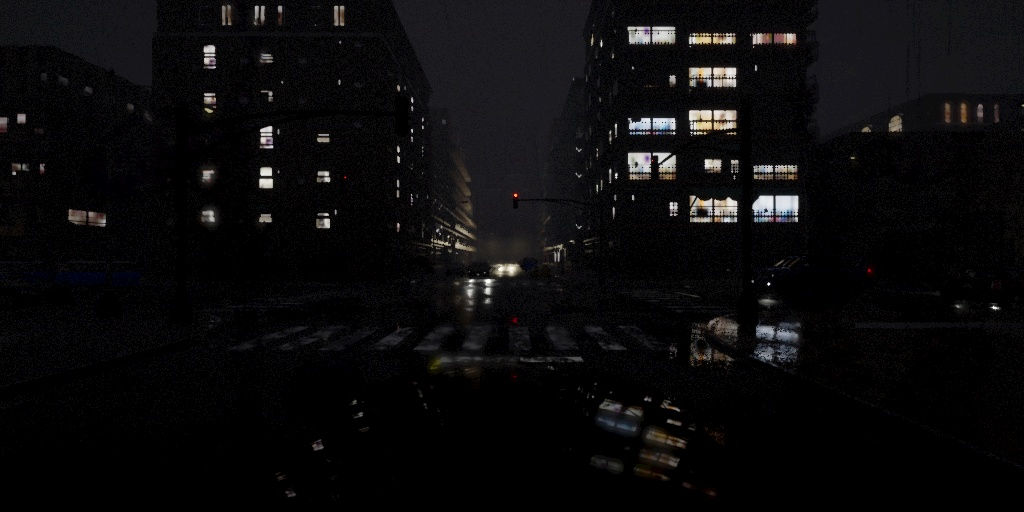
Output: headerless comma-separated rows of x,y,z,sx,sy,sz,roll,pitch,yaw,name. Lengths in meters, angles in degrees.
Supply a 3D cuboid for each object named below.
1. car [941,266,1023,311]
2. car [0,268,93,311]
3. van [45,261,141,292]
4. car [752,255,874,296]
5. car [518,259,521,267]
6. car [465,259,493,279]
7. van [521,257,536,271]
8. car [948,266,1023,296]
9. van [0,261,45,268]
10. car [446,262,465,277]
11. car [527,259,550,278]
18.658,1.102,13.128,4.097,1.591,1.967,0,0,1,car
-19.369,1.290,13.618,4.403,1.370,2.007,0,0,1,car
-24.861,1.189,21.569,3.998,1.789,1.690,0,0,1,van
15.253,0.959,18.593,5.566,2.045,2.150,0,-1,2,car
2.428,1.096,53.035,2.192,1.841,5.009,0,0,0,car
-2.833,1.298,32.448,1.837,1.490,4.892,0,0,0,car
2.475,1.116,47.382,1.690,1.789,3.998,0,0,0,van
25.902,1.241,18.456,4.674,1.442,1.812,0,-1,0,car
-30.455,1.200,21.641,3.998,1.789,1.690,0,0,1,van
-5.536,1.315,35.982,2.007,1.370,4.403,0,0,0,car
2.610,1.287,33.549,1.751,1.417,4.829,0,0,0,car
